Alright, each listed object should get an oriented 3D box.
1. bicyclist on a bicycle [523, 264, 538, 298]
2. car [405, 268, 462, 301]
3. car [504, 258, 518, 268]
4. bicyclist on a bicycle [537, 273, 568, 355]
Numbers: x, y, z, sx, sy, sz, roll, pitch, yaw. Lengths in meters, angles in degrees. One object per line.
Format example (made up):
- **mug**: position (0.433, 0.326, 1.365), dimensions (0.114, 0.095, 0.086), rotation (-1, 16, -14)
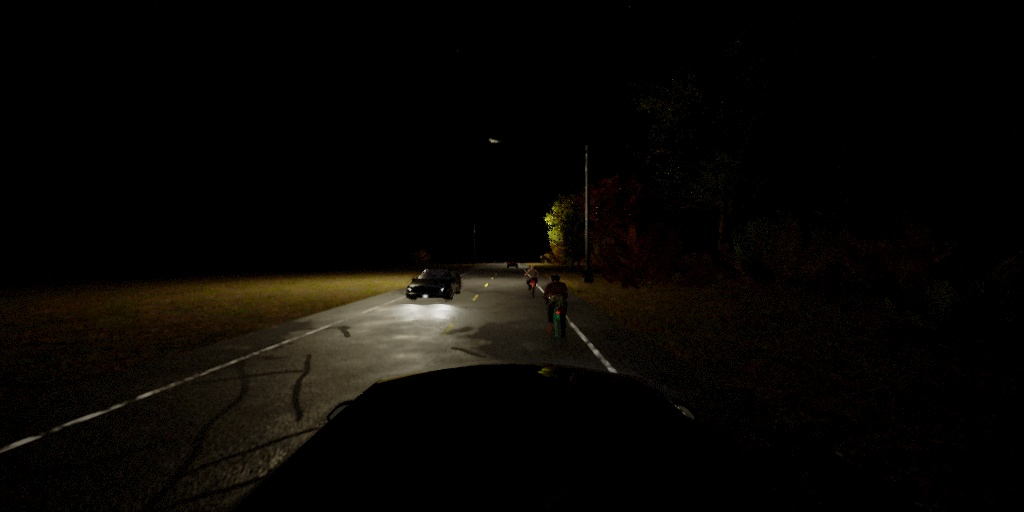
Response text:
- **bicyclist on a bicycle**: position (0.995, 1.187, 17.546), dimensions (0.866, 1.612, 1.509), rotation (0, 0, 0)
- **car**: position (-3.602, 1.298, 17.568), dimensions (2.033, 1.411, 5.357), rotation (0, 0, 0)
- **car**: position (0.092, 1.299, 61.841), dimensions (2.033, 1.411, 5.357), rotation (0, 0, 0)
- **bicyclist on a bicycle**: position (0.962, 1.203, 7.771), dimensions (0.582, 1.620, 1.656), rotation (0, 0, 0)
